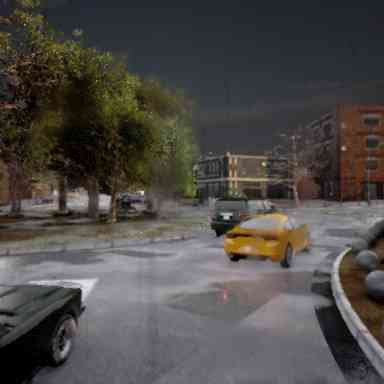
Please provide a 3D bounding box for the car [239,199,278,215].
[{"bbox_3d":[7.411,1.661,37.696,1.882,1.535,5.008,0,0,-22],"label":"car"}]

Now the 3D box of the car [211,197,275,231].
[{"bbox_3d":[3.082,1.301,18.063,2.150,2.045,5.566,0,0,33],"label":"car"}]

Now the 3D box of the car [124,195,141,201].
[{"bbox_3d":[-16.560,1.623,92.626,4.553,1.767,2.185,0,0,-15],"label":"car"}]

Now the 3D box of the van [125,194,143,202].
[{"bbox_3d":[-15.281,1.556,87.340,4.442,1.987,1.878,0,0,-15],"label":"van"}]

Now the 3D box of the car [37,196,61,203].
[{"bbox_3d":[-33.646,1.751,78.475,5.008,1.535,2.097,0,0,-15],"label":"car"}]

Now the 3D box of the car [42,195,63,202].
[{"bbox_3d":[-35.056,1.603,83.805,4.553,1.767,2.185,0,0,-15],"label":"car"}]

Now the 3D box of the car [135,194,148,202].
[{"bbox_3d":[-13.015,1.829,79.310,4.792,1.488,2.163,0,0,-15],"label":"car"}]

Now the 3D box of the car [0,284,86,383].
[{"bbox_3d":[-2.693,1.600,2.890,1.895,1.301,4.718,0,0,6],"label":"car"}]

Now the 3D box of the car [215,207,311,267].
[{"bbox_3d":[2.863,1.515,11.819,1.882,1.535,5.008,0,0,30],"label":"car"}]

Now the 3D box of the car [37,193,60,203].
[{"bbox_3d":[-32.886,1.632,75.819,4.553,1.767,2.185,0,0,-15],"label":"car"}]

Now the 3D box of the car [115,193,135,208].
[{"bbox_3d":[-11.823,1.523,54.972,2.150,2.045,5.566,0,0,-28],"label":"car"}]

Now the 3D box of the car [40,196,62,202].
[{"bbox_3d":[-34.361,1.780,81.137,4.674,1.452,2.002,0,0,-15],"label":"car"}]
